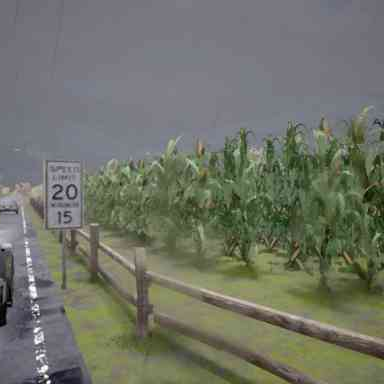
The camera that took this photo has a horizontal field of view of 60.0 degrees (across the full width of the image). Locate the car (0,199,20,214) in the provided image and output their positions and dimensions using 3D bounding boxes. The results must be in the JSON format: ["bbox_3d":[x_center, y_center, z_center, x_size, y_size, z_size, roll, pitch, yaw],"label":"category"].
[{"bbox_3d":[-19.051,1.535,34.573,2.033,1.411,5.357,0,0,-27],"label":"car"}]

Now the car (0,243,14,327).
[{"bbox_3d":[-4.598,1.561,6.466,1.994,1.385,4.181,0,0,-27],"label":"car"}]

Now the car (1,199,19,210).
[{"bbox_3d":[-23.648,1.587,43.349,1.895,1.301,4.718,0,0,-27],"label":"car"}]
